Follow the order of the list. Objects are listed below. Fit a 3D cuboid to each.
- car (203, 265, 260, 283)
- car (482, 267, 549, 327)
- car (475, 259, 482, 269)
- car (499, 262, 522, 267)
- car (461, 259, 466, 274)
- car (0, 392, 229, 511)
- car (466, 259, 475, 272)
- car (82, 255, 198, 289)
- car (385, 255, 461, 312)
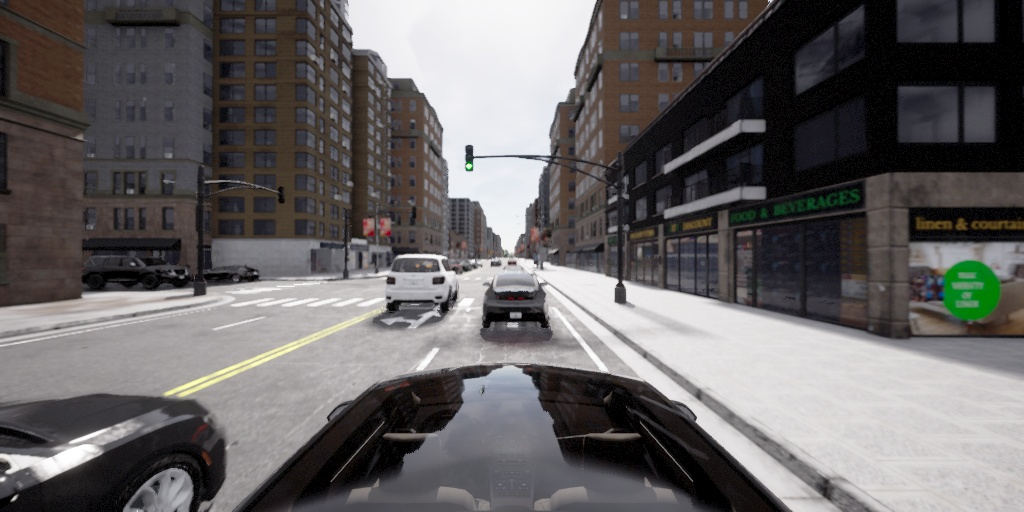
[{"bbox_3d":[-22.144,1.359,28.011,4.313,1.339,1.948,0,0,0],"label":"car"},{"bbox_3d":[0.102,1.263,11.573,1.837,1.490,4.892,0,0,0],"label":"car"},{"bbox_3d":[-6.511,1.301,56.604,2.128,1.511,4.902,0,0,1],"label":"car"},{"bbox_3d":[0.105,1.376,30.041,1.895,1.301,4.718,0,0,0],"label":"car"},{"bbox_3d":[-6.589,1.138,38.472,2.097,1.767,4.553,0,0,0],"label":"car"},{"bbox_3d":[-3.164,1.252,0.797,1.837,1.490,4.892,0,-1,1],"label":"car"},{"bbox_3d":[-6.573,1.149,47.345,2.097,1.767,4.553,0,0,0],"label":"car"},{"bbox_3d":[-23.484,0.984,22.538,5.566,2.045,2.150,0,0,0],"label":"car"},{"bbox_3d":[-3.433,0.981,14.416,2.150,2.045,5.566,0,0,-4],"label":"car"}]
